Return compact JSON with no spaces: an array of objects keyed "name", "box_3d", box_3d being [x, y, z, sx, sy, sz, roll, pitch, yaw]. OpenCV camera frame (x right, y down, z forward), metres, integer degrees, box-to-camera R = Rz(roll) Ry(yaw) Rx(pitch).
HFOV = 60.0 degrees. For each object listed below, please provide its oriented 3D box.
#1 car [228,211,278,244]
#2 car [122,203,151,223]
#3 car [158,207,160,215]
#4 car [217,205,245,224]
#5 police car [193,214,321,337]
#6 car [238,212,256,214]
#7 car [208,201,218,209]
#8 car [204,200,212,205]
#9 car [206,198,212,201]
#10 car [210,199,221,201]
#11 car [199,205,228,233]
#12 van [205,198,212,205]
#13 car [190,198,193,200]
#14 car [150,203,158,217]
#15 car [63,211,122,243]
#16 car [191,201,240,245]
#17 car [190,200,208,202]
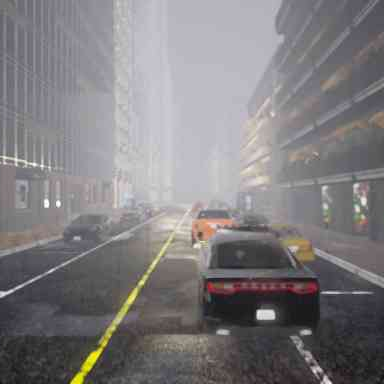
[{"name":"car","box_3d":[3.048,1.775,17.590,1.947,1.339,4.313,0,-1,1]},{"name":"car","box_3d":[-5.119,1.951,29.039,2.008,1.369,4.403,0,-1,1]},{"name":"car","box_3d":[-4.912,2.071,40.164,1.752,1.417,4.829,0,-1,1]},{"name":"car","box_3d":[3.259,1.905,28.884,2.008,1.369,4.403,0,-1,1]},{"name":"police car","box_3d":[1.061,1.512,7.151,1.930,1.638,5.238,0,-1,1]},{"name":"car","box_3d":[2.945,1.665,12.112,1.752,1.417,4.829,0,-1,1]},{"name":"car","box_3d":[3.894,2.381,62.766,1.802,1.307,4.206,0,-1,1]},{"name":"car","box_3d":[4.423,2.751,91.001,1.947,1.339,4.313,0,-1,1]},{"name":"car","box_3d":[3.681,1.966,51.475,2.192,1.841,5.009,0,-1,1]},{"name":"car","box_3d":[3.470,1.942,40.179,1.967,1.590,4.097,0,-1,1]},{"name":"car","box_3d":[1.362,1.746,23.227,1.801,1.575,5.366,0,-1,1]},{"name":"van","box_3d":[4.315,2.448,85.357,1.690,1.788,3.998,0,-1,1]},{"name":"car","box_3d":[1.197,2.301,62.424,2.128,1.511,4.902,0,-1,1]},{"name":"car","box_3d":[-5.015,1.914,34.689,1.967,1.590,4.097,0,-1,1]},{"name":"car","box_3d":[-5.331,1.821,17.745,1.947,1.339,4.313,0,-1,1]},{"name":"car","box_3d":[1.035,1.565,17.014,2.097,1.767,4.553,-1,-1,1]},{"name":"car","box_3d":[0.950,2.128,46.734,1.812,1.442,4.674,0,-1,2]}]
